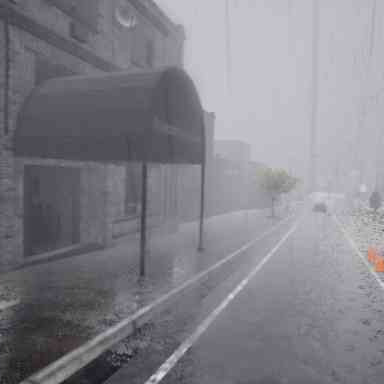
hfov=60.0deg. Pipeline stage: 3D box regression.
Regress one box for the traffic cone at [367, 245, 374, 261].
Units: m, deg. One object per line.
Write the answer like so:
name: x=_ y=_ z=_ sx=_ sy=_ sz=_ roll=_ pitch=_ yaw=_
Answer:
traffic cone: x=7.097 y=2.397 z=13.125 sx=0.340 sy=0.580 sz=0.340 roll=3 pitch=0 yaw=21

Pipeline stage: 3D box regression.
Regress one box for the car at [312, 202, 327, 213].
car: x=19.360 y=2.306 z=50.444 sx=2.033 sy=1.411 sz=5.357 roll=3 pitch=1 yaw=21

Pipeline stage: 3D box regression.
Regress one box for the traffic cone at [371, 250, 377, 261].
traffic cone: x=6.378 y=2.356 z=11.259 sx=0.340 sy=0.580 sz=0.340 roll=3 pitch=0 yaw=21
